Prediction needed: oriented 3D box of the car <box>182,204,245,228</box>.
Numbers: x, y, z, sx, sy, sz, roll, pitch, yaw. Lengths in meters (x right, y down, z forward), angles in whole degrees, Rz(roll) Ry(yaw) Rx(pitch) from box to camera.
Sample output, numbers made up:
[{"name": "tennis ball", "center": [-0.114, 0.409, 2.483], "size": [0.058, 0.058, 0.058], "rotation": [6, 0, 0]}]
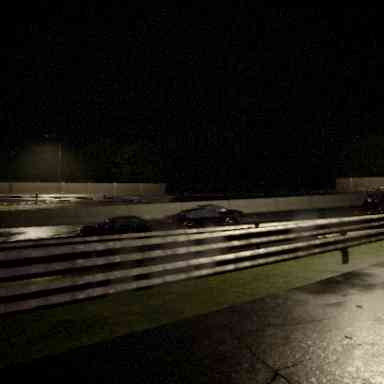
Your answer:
[{"name": "car", "center": [0.616, 1.830, 23.005], "size": [5.357, 1.411, 2.033], "rotation": [-2, 1, -20]}]

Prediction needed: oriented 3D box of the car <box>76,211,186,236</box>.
[{"name": "car", "center": [-3.351, 1.996, 17.779], "size": [5.357, 1.411, 2.033], "rotation": [-2, 1, -21]}]

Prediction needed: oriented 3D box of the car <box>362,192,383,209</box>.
[{"name": "car", "center": [19.593, 0.815, 33.747], "size": [4.553, 1.767, 2.097], "rotation": [-2, 2, -20]}]

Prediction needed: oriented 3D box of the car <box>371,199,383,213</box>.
[{"name": "car", "center": [16.109, 1.358, 25.007], "size": [4.181, 1.385, 1.994], "rotation": [-2, 2, -20]}]
